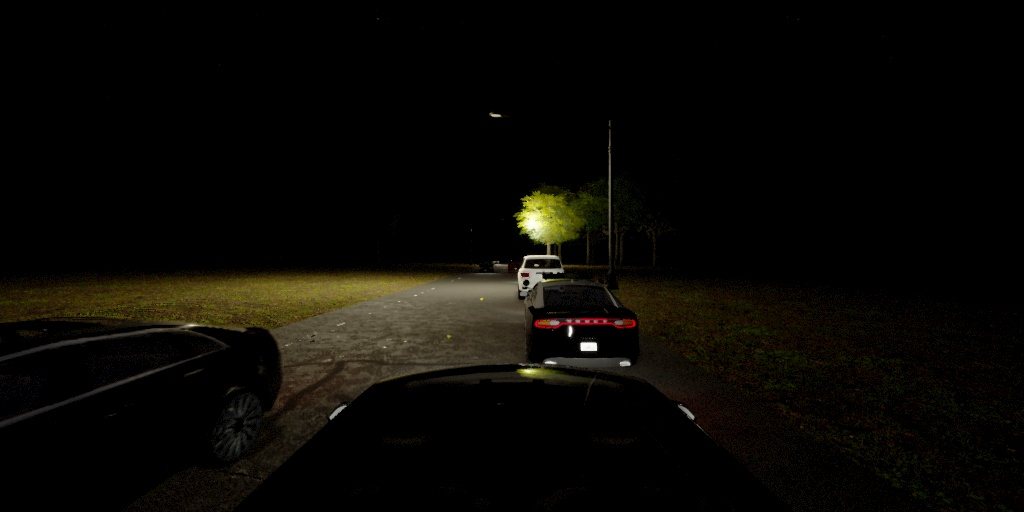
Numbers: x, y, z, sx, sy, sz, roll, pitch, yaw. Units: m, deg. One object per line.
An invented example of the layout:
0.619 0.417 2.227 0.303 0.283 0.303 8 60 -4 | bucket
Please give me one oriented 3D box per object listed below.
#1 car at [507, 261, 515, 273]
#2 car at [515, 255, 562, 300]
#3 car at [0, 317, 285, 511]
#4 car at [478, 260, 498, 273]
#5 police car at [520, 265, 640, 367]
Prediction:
0.461 1.341 45.507 1.812 1.442 4.674 0 0 0 | car
1.382 0.988 17.970 2.150 2.045 5.566 0 0 1 | car
-3.574 1.241 2.103 2.128 1.511 4.902 0 0 1 | car
-3.180 1.364 45.259 2.033 1.411 5.357 0 0 -1 | car
1.216 1.175 8.025 1.930 1.638 5.238 0 0 1 | police car
